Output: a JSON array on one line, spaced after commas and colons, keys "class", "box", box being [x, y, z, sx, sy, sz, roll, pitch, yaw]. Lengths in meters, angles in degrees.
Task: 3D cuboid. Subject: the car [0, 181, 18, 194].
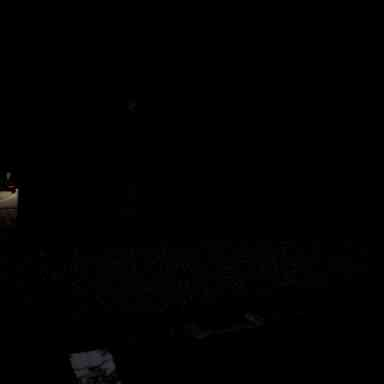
[{"class": "car", "box": [-23.776, -0.578, 42.868, 1.812, 1.442, 4.674, 0, 2, -23]}]

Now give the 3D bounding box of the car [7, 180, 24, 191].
[{"class": "car", "box": [-27.498, -1.044, 52.040, 1.882, 1.535, 5.008, 0, 2, -22]}]
